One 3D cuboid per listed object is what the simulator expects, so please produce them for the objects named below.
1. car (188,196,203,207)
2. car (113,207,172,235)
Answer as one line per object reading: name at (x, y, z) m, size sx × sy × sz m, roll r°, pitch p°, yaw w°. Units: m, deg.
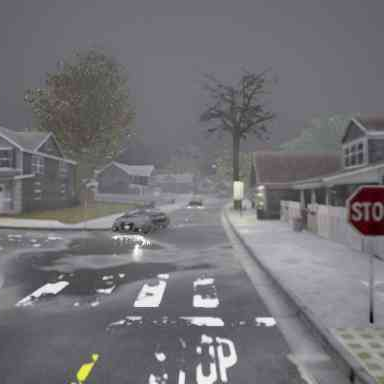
car at (0.593, 1.411, 51.331) m, size 1.882 × 1.535 × 5.008 m, roll 0°, pitch 0°, yaw 7°
car at (-2.664, 1.557, 18.610) m, size 1.994 × 1.385 × 4.181 m, roll 1°, pitch 1°, yaw 18°
